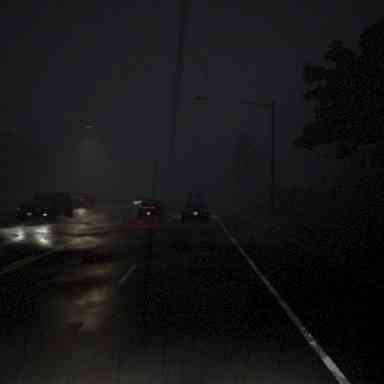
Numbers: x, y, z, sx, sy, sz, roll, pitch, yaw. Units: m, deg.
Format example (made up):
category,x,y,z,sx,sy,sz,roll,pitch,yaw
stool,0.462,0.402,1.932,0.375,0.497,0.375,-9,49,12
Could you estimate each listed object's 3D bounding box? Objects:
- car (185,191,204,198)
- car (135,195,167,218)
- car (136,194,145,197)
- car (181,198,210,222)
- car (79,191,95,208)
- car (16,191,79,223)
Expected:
category,x,y,z,sx,sy,sz,roll,pitch,yaw
car,0.363,0.919,41.946,2.150,2.045,5.566,0,1,0
car,-3.229,1.304,27.321,1.837,1.490,4.892,0,1,0
car,-10.083,1.098,65.969,1.895,1.301,4.718,0,0,0
car,0.250,1.388,24.226,1.994,1.385,4.181,0,1,0
car,-13.817,0.903,41.645,2.150,2.045,5.566,0,0,1
car,-10.450,1.032,24.156,2.150,2.045,5.566,0,0,0
